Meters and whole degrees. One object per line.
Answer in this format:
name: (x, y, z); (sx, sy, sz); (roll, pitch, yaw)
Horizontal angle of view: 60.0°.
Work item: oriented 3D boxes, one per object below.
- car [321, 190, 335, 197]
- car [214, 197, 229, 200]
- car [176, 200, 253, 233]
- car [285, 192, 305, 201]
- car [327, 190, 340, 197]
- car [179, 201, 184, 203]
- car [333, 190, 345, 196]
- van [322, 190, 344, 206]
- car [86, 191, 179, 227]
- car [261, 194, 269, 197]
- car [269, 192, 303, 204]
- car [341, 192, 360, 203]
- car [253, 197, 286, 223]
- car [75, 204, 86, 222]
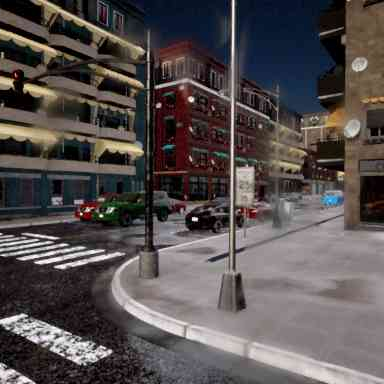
car: (29.814, 0.378, 72.964); (1.887, 1.381, 4.507); (2, 2, 35)
car: (2.955, 1.125, 30.381); (2.033, 1.411, 5.357); (1, 1, 35)
car: (1.340, 1.348, 18.019); (1.947, 1.339, 4.313); (2, 2, 35)
car: (16.977, 0.719, 54.751); (1.947, 1.339, 4.313); (2, 2, 35)
car: (33.023, 0.335, 77.517); (1.802, 1.307, 4.206); (2, 2, 35)
car: (-2.278, 1.180, 27.431); (1.887, 1.381, 4.507); (2, 2, 35)
car: (36.232, 0.255, 82.071); (1.802, 1.307, 4.206); (2, 2, 35)
van: (17.388, 0.721, 40.781); (1.690, 1.788, 3.998); (2, 2, 35)
car: (-3.563, 0.963, 21.130); (2.150, 2.045, 5.566); (1, 1, 35)
car: (10.559, 0.880, 45.644); (1.947, 1.339, 4.313); (2, 2, 35)
car: (12.504, 0.832, 43.846); (2.128, 1.511, 4.902); (1, 1, 36)
car: (23.804, 0.763, 49.890); (1.887, 1.381, 4.507); (2, 2, 35)
car: (4.549, 1.283, 22.572); (1.802, 1.307, 4.206); (2, 2, 35)
car: (-5.485, 1.031, 22.872); (2.192, 1.841, 5.009); (2, 2, 35)
